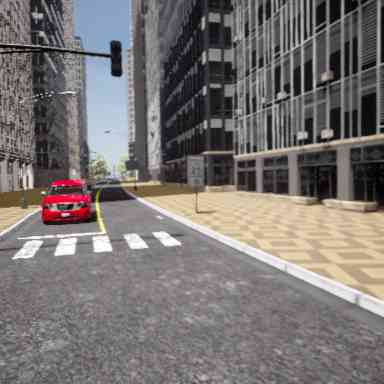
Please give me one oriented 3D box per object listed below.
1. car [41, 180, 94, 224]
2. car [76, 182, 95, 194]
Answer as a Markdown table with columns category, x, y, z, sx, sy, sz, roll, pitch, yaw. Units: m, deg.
| category | x | y | z | sx | sy | sz | roll | pitch | yaw |
| --- | --- | --- | --- | --- | --- | --- | --- | --- | --- |
| car | -6.516 | 0.467 | 17.581 | 2.150 | 2.045 | 5.566 | -2 | 5 | -17 |
| car | -13.691 | -0.541 | 42.974 | 1.994 | 1.385 | 4.181 | -2 | 3 | -14 |
